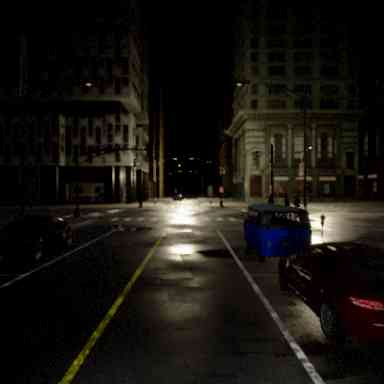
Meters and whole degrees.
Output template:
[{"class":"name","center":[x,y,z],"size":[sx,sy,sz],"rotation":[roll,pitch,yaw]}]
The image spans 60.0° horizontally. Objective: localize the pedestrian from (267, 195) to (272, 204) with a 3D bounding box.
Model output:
[{"class":"pedestrian","center":[6.130,1.131,26.498],"size":[0.375,1.860,0.375],"rotation":[0,0,0]}]

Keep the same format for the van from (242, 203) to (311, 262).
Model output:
[{"class":"van","center":[2.850,1.338,11.858],"size":[1.690,1.788,3.998],"rotation":[0,0,0]}]

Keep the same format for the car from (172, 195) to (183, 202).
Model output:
[{"class":"car","center":[-3.186,1.454,71.155],"size":[2.033,1.411,5.357],"rotation":[0,0,0]}]

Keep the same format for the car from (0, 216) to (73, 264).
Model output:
[{"class":"car","center":[-5.674,1.563,11.856],"size":[1.947,1.339,4.313],"rotation":[0,0,0]}]

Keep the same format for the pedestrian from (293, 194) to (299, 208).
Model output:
[{"class":"pedestrian","center":[8.130,1.073,25.898],"size":[0.375,1.860,0.375],"rotation":[0,0,0]}]

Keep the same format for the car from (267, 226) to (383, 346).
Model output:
[{"class":"car","center":[2.852,1.581,6.209],"size":[1.802,1.307,4.206],"rotation":[0,0,0]}]

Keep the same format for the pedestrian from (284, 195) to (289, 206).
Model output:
[{"class":"pedestrian","center":[7.130,1.111,25.298],"size":[0.375,1.860,0.375],"rotation":[0,0,0]}]

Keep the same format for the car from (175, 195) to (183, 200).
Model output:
[{"class":"car","center":[-3.292,1.409,86.779],"size":[2.033,1.411,5.357],"rotation":[0,0,0]}]
